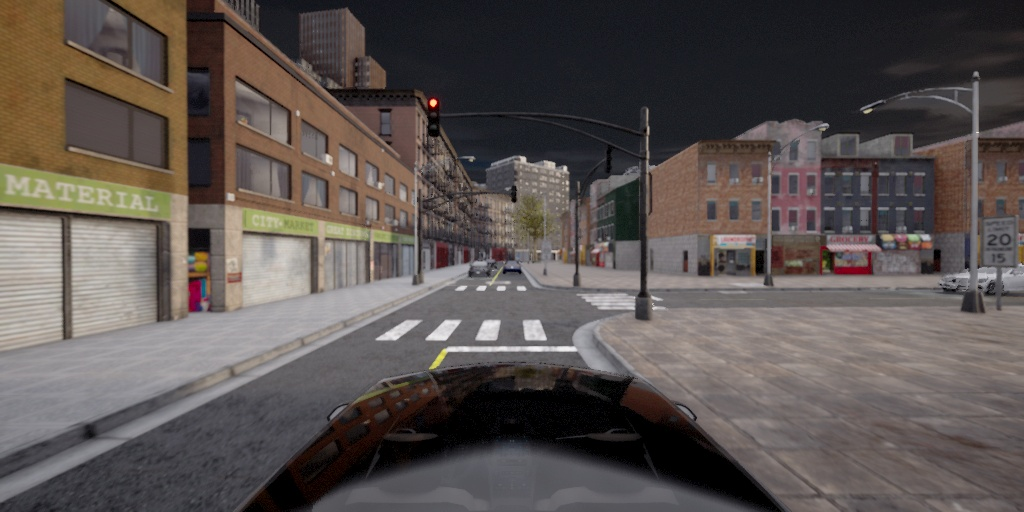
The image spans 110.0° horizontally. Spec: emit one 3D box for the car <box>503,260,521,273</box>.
[{"bbox_3d":[0.020,1.155,39.958,1.994,1.385,4.181,0,0,0],"label":"car"}]

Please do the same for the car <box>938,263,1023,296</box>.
[{"bbox_3d":[23.234,1.072,16.985,4.674,1.442,1.812,0,1,0],"label":"car"}]

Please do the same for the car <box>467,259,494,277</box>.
[{"bbox_3d":[-2.906,1.143,33.051,1.812,1.442,4.674,0,0,0],"label":"car"}]

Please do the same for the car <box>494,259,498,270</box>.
[{"bbox_3d":[-2.931,1.107,49.411,2.033,1.411,5.357,0,0,0],"label":"car"}]
